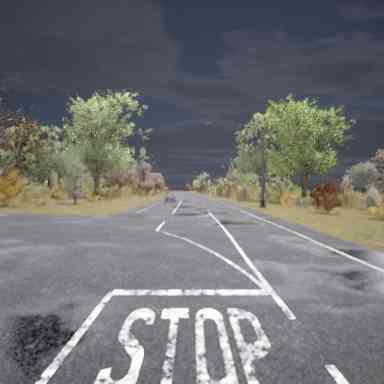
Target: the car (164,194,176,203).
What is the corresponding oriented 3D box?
[{"bbox_3d":[-3.698,1.096,56.346,2.033,1.411,5.357,0,0,-1],"label":"car"}]
